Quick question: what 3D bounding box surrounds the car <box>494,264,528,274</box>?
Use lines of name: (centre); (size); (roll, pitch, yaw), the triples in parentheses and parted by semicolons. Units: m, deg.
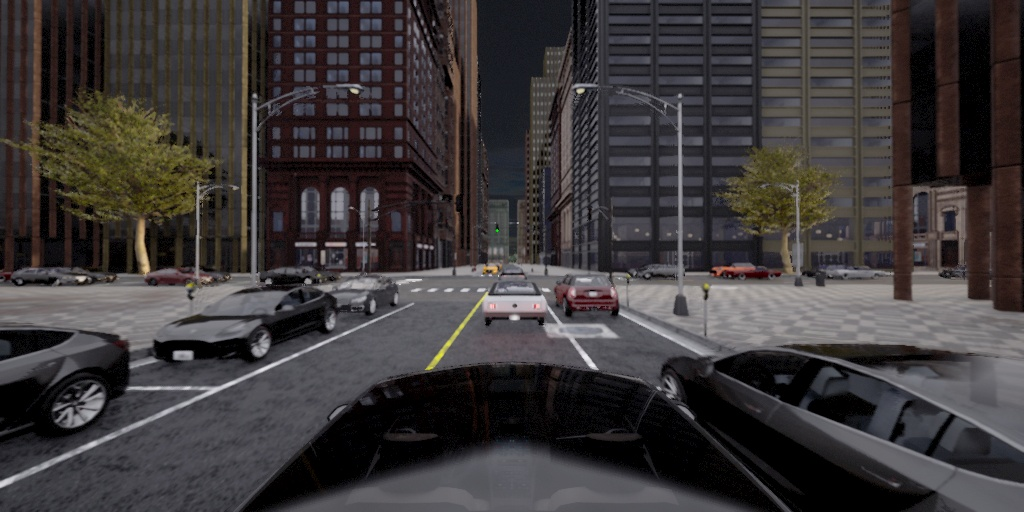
car: (0.075, 1.542, 25.134); (2.128, 1.511, 4.902); (0, -1, 0)

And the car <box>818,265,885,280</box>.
car: (33.968, 1.668, 35.745); (4.718, 1.301, 1.895); (0, 0, 0)

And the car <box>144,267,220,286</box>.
car: (-26.824, 1.694, 28.926); (4.674, 1.442, 1.812); (0, 0, 0)

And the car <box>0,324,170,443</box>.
car: (-5.762, 1.329, 2.824); (1.948, 1.339, 4.313); (0, 0, 0)

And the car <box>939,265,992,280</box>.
car: (45.420, 1.610, 35.714); (4.181, 1.385, 1.994); (0, 0, 0)

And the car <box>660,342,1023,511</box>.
car: (2.763, 1.329, 2.826); (1.948, 1.339, 4.313); (0, 0, 0)

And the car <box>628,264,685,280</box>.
car: (14.624, 1.601, 35.724); (4.902, 1.511, 2.128); (0, 0, -2)

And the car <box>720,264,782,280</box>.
car: (23.892, 1.690, 35.733); (4.718, 1.301, 1.895); (0, 0, 0)

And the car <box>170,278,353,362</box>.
car: (-5.761, 1.396, 8.460); (1.948, 1.339, 4.313); (0, 0, 0)

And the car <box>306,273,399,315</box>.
car: (-5.760, 1.448, 14.097); (2.007, 1.370, 4.403); (0, 0, 0)

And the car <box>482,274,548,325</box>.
car: (0.087, 1.477, 12.339); (1.895, 1.301, 4.718); (0, -1, 0)

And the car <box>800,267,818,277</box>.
car: (34.645, 1.636, 38.996); (5.357, 1.411, 2.033); (0, 0, 0)

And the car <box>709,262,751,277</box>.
car: (24.035, 1.463, 38.979); (4.553, 1.767, 2.097); (0, 0, 0)

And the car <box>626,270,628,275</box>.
car: (14.839, 1.636, 38.962); (4.892, 1.490, 1.837); (0, 0, 0)

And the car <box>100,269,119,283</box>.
car: (-38.355, 1.729, 32.163); (4.892, 1.490, 1.837); (0, 0, 0)

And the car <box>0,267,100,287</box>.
car: (-37.148, 1.690, 28.912); (4.902, 1.511, 2.128); (0, 0, 0)

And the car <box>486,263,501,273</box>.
car: (-3.061, 1.958, 59.881); (2.128, 1.511, 4.902); (0, -1, 0)

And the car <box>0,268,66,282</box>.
car: (-47.748, 1.876, 35.530); (4.718, 1.301, 1.895); (0, 0, 0)

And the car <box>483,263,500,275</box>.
car: (-3.046, 1.826, 50.590); (1.882, 1.535, 5.008); (0, -1, 0)

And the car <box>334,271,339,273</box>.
car: (-17.960, 1.644, 32.193); (5.008, 1.535, 1.882); (0, 0, 0)

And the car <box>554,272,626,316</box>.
car: (2.765, 1.337, 14.097); (1.967, 1.591, 4.097); (0, 0, 0)

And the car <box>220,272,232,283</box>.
car: (-27.949, 1.700, 32.172); (4.892, 1.490, 1.837); (0, 0, 0)

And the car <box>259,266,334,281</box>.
car: (-17.544, 1.620, 28.947); (5.008, 1.535, 1.882); (0, 0, -1)
